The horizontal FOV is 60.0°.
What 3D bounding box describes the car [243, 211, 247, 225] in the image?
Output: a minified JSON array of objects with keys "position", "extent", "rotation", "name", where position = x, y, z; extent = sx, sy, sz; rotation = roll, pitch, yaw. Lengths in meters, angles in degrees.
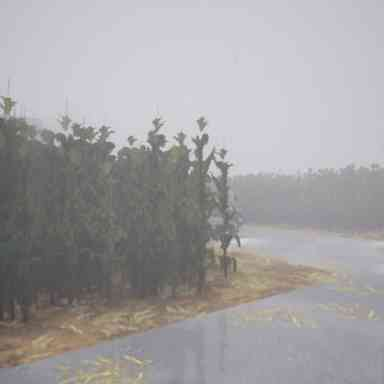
[{"position":[1.478,1.575,22.301],"extent":[1.882,1.535,5.008],"rotation":[0,-1,-36],"name":"car"}]
